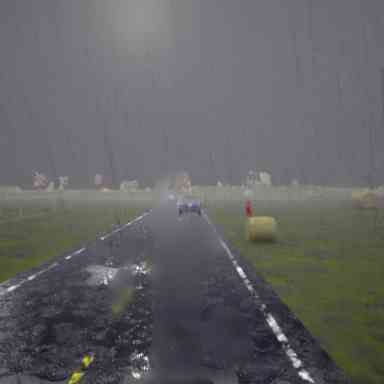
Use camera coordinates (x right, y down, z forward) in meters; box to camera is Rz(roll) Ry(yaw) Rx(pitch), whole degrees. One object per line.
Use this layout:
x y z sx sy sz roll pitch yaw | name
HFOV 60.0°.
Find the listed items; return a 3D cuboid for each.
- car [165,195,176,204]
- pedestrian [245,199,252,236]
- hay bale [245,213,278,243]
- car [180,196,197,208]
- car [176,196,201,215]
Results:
-3.635 1.270 58.209 1.812 1.442 4.674 0 0 -1 | car
2.733 1.229 16.044 0.375 1.860 0.375 0 1 2 | pedestrian
3.069 1.595 14.876 1.220 1.180 1.240 0 1 0 | hay bale
-0.463 1.300 44.838 2.128 1.511 4.902 0 0 -1 | car
-0.198 1.217 32.414 2.097 1.767 4.553 0 0 -1 | car
